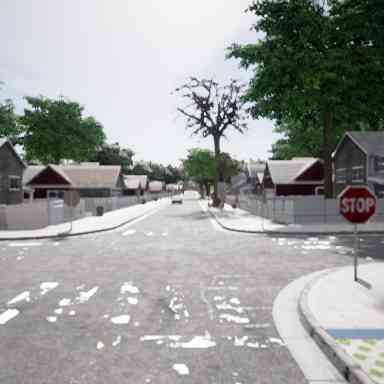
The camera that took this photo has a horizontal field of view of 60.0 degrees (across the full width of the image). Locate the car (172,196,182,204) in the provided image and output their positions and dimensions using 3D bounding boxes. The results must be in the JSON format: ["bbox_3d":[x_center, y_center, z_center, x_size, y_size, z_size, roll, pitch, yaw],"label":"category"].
[{"bbox_3d":[-2.688,1.466,60.782,2.033,1.411,5.357,0,0,0],"label":"car"}]
